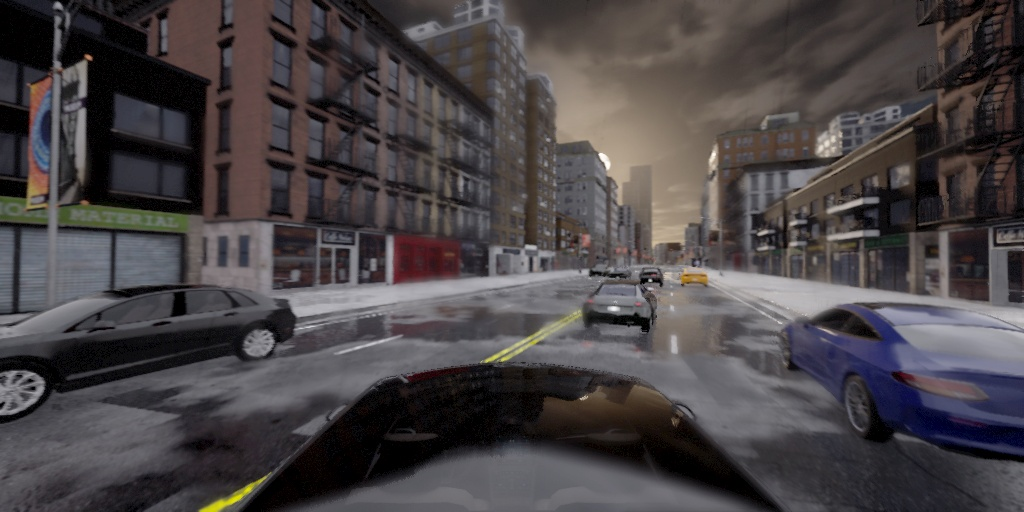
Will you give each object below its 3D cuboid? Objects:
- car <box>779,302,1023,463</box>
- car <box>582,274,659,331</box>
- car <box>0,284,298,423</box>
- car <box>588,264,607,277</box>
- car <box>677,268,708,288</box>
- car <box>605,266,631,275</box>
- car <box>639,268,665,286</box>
[{"bbox_3d":[5.276,1.359,4.919,1.812,1.442,4.674,0,-1,24],"label":"car"},{"bbox_3d":[3.661,1.482,11.890,1.994,1.385,4.181,0,-1,24],"label":"car"},{"bbox_3d":[-6.249,1.270,6.010,1.837,1.490,4.892,0,-1,24],"label":"car"},{"bbox_3d":[11.076,1.782,45.345,2.097,1.767,4.553,0,-1,24],"label":"car"},{"bbox_3d":[15.008,1.720,29.693,1.882,1.535,5.008,0,-1,24],"label":"car"},{"bbox_3d":[11.666,1.943,38.634,1.895,1.301,4.718,0,-1,24],"label":"car"},{"bbox_3d":[12.080,1.745,31.013,1.837,1.490,4.892,0,-1,24],"label":"car"}]
